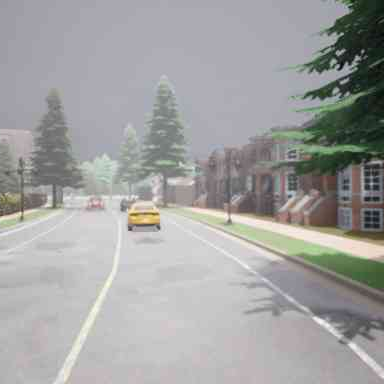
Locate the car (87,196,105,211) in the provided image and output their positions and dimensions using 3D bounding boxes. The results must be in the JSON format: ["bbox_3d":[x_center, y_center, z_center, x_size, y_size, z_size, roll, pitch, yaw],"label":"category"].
[{"bbox_3d":[-11.793,1.343,40.863,2.097,1.767,4.553,-1,0,-16],"label":"car"}]

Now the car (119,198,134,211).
[{"bbox_3d":[-7.482,1.451,39.160,2.128,1.511,4.902,0,0,-15],"label":"car"}]

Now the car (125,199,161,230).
[{"bbox_3d":[-3.104,1.448,21.072,1.882,1.535,5.008,0,0,-11],"label":"car"}]
